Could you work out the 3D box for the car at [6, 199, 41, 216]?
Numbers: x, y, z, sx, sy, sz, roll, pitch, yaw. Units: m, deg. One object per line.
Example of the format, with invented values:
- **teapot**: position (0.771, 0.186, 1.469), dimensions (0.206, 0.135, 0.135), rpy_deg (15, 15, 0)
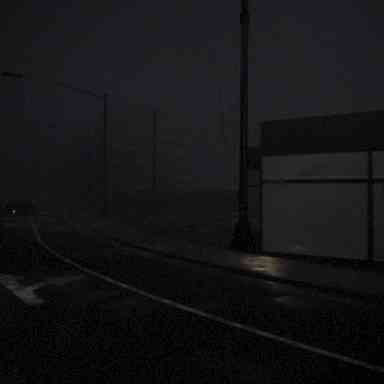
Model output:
- **car**: position (-15.971, 1.442, 31.614), dimensions (1.837, 1.490, 4.892), rpy_deg (-1, 1, -8)
